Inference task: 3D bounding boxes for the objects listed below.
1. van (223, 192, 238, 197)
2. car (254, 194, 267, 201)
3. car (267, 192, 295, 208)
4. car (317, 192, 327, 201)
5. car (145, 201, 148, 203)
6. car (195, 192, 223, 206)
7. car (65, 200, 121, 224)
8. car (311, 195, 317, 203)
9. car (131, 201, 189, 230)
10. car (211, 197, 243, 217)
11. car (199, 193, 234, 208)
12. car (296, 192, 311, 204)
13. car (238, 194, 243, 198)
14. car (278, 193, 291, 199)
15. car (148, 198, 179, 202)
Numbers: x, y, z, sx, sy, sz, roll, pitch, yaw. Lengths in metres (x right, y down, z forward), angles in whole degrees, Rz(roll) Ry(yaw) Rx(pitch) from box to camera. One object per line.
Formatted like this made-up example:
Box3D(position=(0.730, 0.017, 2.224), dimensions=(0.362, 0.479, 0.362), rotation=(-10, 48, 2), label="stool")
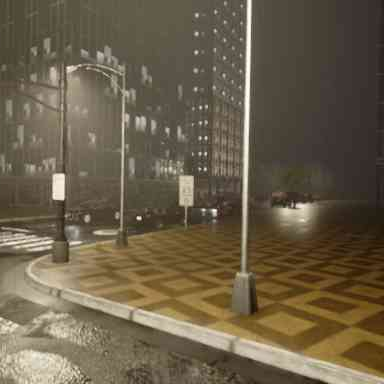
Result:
Box3D(position=(4.869, 0.955, 49.259), dimensions=(1.690, 1.788, 3.998), rotation=(2, 1, 30), label="van")
Box3D(position=(13.374, 1.057, 63.939), dimensions=(1.887, 1.381, 4.507), rotation=(2, 1, 30), label="car")
Box3D(position=(12.196, 1.235, 45.197), dimensions=(1.967, 1.590, 4.097), rotation=(2, 1, 30), label="car")
Box3D(position=(26.365, 1.209, 69.643), dimensions=(1.802, 1.307, 4.206), rotation=(2, 1, 30), label="car")
Box3D(position=(-3.644, 1.280, 34.586), dimensions=(1.947, 1.339, 4.313), rotation=(2, 1, 30), label="car")
Box3D(position=(2.031, 1.087, 44.369), dimensions=(1.967, 1.590, 4.097), rotation=(2, 1, 30), label="car")
Box3D(position=(-6.963, 1.341, 23.710), dimensions=(1.837, 1.490, 4.892), rotation=(1, 1, 30), label="car")
Box3D(position=(20.699, 1.134, 59.863), dimensions=(1.967, 1.590, 4.097), rotation=(2, 1, 30), label="car")
Box3D(position=(-1.978, 1.528, 20.756), dimensions=(1.947, 1.339, 4.313), rotation=(2, 1, 30), label="car")
Box3D(position=(3.690, 1.477, 30.533), dimensions=(1.802, 1.307, 4.206), rotation=(2, 1, 30), label="car")
Box3D(position=(3.109, 1.243, 41.072), dimensions=(1.812, 1.442, 4.674), rotation=(1, 1, 31), label="car")
Box3D(position=(17.948, 1.252, 55.123), dimensions=(1.752, 1.417, 4.829), rotation=(2, 1, 30), label="car")
Box3D(position=(7.704, 1.020, 54.153), dimensions=(1.967, 1.590, 4.097), rotation=(2, 1, 30), label="car")
Box3D(position=(21.883, 0.963, 78.616), dimensions=(2.008, 1.369, 4.403), rotation=(2, 1, 30), label="car")
Box3D(position=(-1.980, 1.341, 32.315), dimensions=(1.994, 1.385, 4.181), rotation=(1, 1, 30), label="car")
